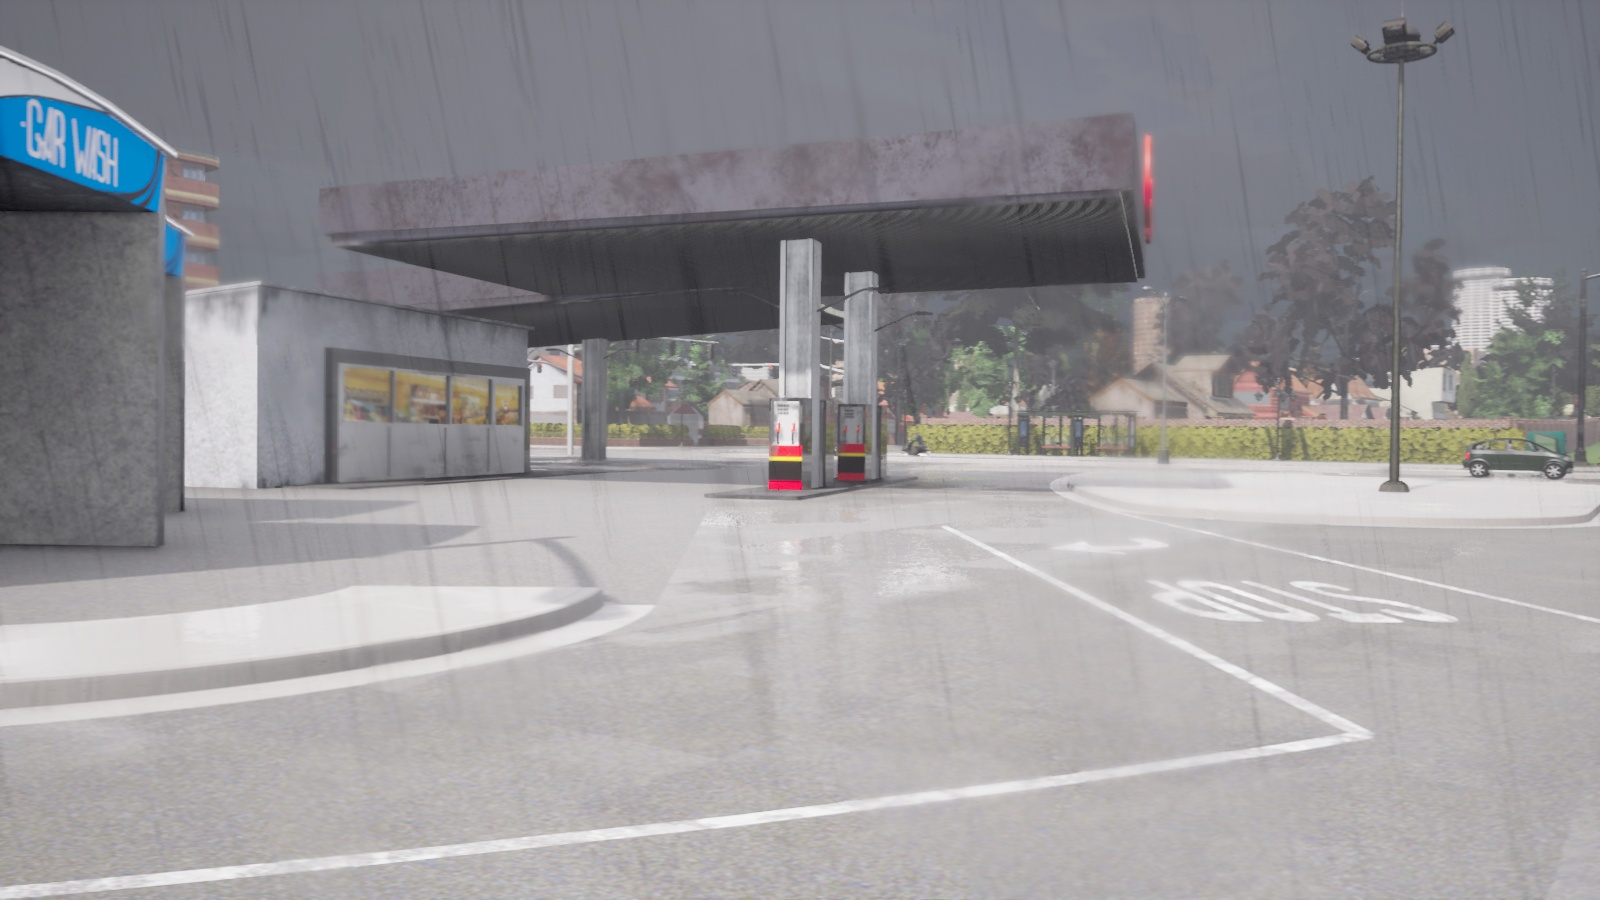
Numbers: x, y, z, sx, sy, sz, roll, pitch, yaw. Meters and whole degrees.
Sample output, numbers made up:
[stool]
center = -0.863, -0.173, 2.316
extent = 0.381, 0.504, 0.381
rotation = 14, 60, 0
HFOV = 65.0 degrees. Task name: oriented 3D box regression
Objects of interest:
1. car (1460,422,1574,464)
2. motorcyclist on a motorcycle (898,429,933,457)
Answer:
[car]
center = 27.692, -0.266, 48.519
extent = 3.705, 1.549, 1.789
rotation = 0, 1, 35
[motorcyclist on a motorcycle]
center = 6.684, -0.422, 72.806
extent = 1.817, 1.590, 0.866
rotation = 0, 1, 35
